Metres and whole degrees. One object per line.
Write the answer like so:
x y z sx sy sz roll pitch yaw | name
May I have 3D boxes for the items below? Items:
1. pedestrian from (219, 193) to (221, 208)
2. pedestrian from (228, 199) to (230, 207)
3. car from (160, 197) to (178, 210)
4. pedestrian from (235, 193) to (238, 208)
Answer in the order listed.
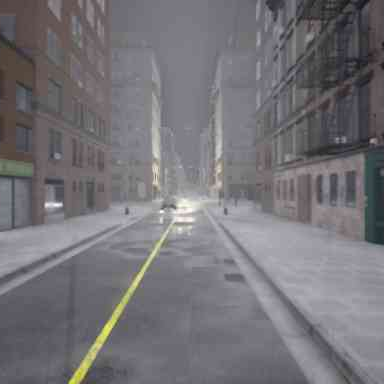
3.507 1.028 42.096 0.375 1.860 0.375 0 0 0 | pedestrian
4.507 1.411 40.898 0.500 1.100 0.500 0 0 0 | pedestrian
-2.754 1.410 40.971 1.837 1.490 4.892 0 0 0 | car
5.507 1.030 41.496 0.375 1.860 0.375 0 0 0 | pedestrian
